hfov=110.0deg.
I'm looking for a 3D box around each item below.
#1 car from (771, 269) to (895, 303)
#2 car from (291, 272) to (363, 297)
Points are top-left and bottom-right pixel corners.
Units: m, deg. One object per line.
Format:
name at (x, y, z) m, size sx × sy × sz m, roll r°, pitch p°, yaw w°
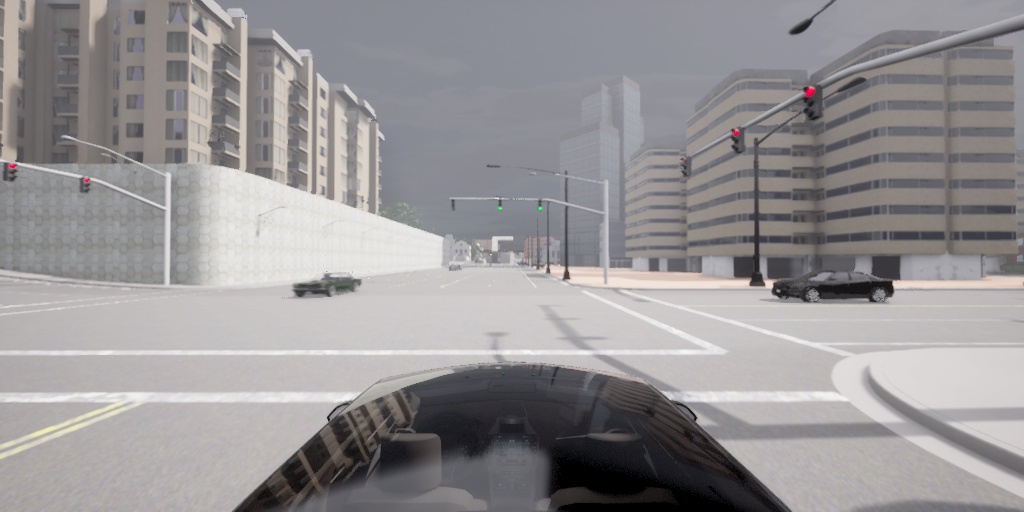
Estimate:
car at (15.369, 1.419, 17.341) m, size 5.008 × 1.535 × 1.882 m, roll 0°, pitch -1°, yaw 0°
car at (-10.461, 1.606, 20.645) m, size 1.895 × 1.301 × 4.718 m, roll 0°, pitch -1°, yaw 0°
